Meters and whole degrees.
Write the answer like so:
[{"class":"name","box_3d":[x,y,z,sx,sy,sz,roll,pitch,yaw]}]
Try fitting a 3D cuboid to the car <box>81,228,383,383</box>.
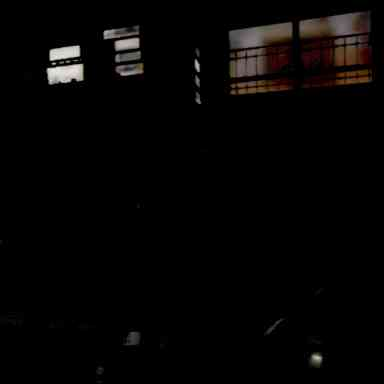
[{"class":"car","box_3d":[1.630,1.236,2.475,5.009,1.841,2.192,-1,1,15]}]
